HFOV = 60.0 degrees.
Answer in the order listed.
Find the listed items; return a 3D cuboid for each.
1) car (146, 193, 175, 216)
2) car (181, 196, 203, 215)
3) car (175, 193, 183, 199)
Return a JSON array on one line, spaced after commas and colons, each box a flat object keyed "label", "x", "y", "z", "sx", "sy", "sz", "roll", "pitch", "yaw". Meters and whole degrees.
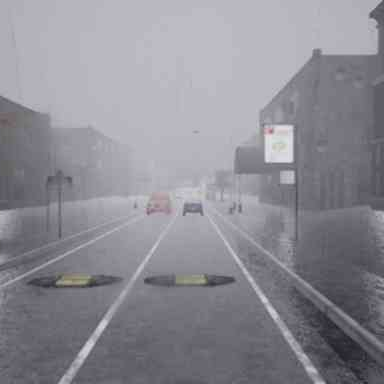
[{"label": "car", "x": -3.096, "y": 1.155, "z": 32.363, "sx": 2.150, "sy": 2.045, "sz": 5.566, "roll": 0, "pitch": 0, "yaw": 0}, {"label": "car", "x": 0.100, "y": 1.408, "z": 33.274, "sx": 1.882, "sy": 1.535, "sz": 5.008, "roll": 0, "pitch": 0, "yaw": 0}, {"label": "car", "x": -2.999, "y": 1.043, "z": 72.754, "sx": 1.812, "sy": 1.442, "sz": 4.674, "roll": 0, "pitch": 0, "yaw": 0}]
